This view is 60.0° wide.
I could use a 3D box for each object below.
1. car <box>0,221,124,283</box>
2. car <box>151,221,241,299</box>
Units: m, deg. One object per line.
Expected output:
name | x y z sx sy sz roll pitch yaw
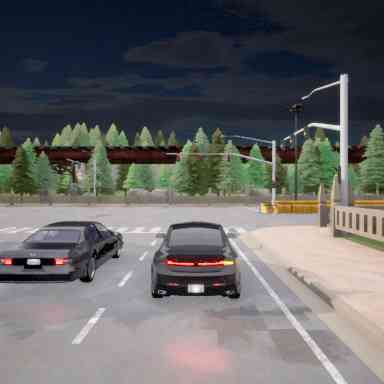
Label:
car | -3.388 1.547 9.655 2.033 1.411 5.357 0 0 0
car | 0.099 1.505 8.466 1.837 1.490 4.892 0 0 1
